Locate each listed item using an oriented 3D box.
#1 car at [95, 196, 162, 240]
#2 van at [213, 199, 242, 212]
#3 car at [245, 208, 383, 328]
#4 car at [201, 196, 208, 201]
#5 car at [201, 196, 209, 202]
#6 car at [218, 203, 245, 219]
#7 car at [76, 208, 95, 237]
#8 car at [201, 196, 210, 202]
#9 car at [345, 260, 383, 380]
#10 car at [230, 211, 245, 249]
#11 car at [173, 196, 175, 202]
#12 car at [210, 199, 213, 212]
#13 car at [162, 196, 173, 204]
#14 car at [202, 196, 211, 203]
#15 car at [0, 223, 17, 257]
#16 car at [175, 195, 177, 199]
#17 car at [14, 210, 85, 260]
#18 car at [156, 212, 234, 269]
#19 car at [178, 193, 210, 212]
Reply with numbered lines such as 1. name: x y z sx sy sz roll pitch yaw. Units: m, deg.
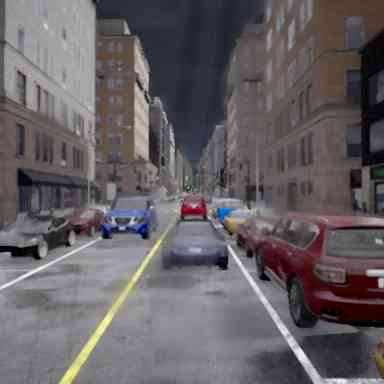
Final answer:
1. car: -3.083 1.255 17.470 2.150 2.045 5.566 0 0 0
2. van: 2.699 1.386 23.951 1.690 1.788 3.998 1 0 0
3. car: 2.682 1.329 6.931 2.192 1.841 5.009 1 0 0
4. car: 3.435 1.725 94.939 1.947 1.339 4.313 1 0 1
5. car: 3.283 1.688 83.878 1.887 1.381 4.507 1 0 1
6. car: 2.692 1.560 18.447 1.752 1.417 4.829 1 0 0
7. car: -5.834 1.580 18.289 1.887 1.381 4.507 1 0 0
8. car: 3.207 1.686 78.348 2.008 1.369 4.403 1 0 1
9. car: 2.675 1.528 1.427 1.752 1.417 4.829 1 0 0
10. car: 2.685 1.606 12.604 1.802 1.307 4.206 1 0 0
11. car: -5.394 1.694 72.930 1.947 1.339 4.313 1 0 1
12. car: 2.703 1.580 29.794 1.752 1.417 4.829 1 0 0
13. car: -5.471 1.701 67.401 1.802 1.307 4.206 1 0 1
14. car: 3.131 1.671 72.818 1.887 1.381 4.507 1 0 1
15. car: -5.846 1.580 6.943 1.947 1.339 4.313 1 0 0
16. car: -5.318 1.687 78.458 2.008 1.369 4.403 1 0 1
17. car: -5.840 1.590 12.616 1.947 1.339 4.313 1 0 0
18. car: 0.093 1.587 11.220 1.994 1.385 4.181 0 0 0
19. car: 0.124 1.275 28.881 2.150 2.045 5.566 0 0 -1
